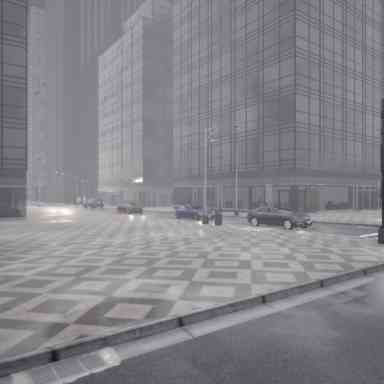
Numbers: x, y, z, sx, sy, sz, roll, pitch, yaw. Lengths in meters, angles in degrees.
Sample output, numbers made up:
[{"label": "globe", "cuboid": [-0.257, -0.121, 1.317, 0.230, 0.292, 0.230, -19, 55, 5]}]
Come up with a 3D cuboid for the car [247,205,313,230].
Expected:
[{"label": "car", "cuboid": [5.951, 1.717, 22.962, 1.837, 1.490, 4.892, 0, -1, -36]}]

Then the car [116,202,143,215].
[{"label": "car", "cuboid": [-7.921, 2.054, 42.128, 1.882, 1.535, 5.008, 0, -1, -36]}]

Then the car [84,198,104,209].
[{"label": "car", "cuboid": [-18.293, 2.148, 61.869, 2.150, 2.045, 5.566, 0, -1, -37]}]

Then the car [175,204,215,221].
[{"label": "car", "cuboid": [0.136, 1.890, 30.998, 1.812, 1.442, 4.674, 0, -1, -36]}]
